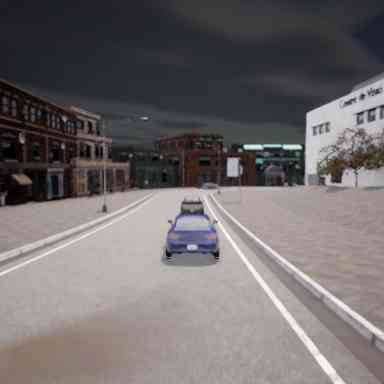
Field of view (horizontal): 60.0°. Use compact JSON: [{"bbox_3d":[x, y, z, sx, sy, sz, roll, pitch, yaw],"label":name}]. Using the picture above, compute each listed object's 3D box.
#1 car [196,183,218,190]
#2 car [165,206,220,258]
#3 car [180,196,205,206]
[{"bbox_3d":[3.060,-1.143,66.390,2.033,1.411,5.357,4,5,43],"label":"car"},{"bbox_3d":[0.028,1.499,12.566,1.812,1.442,4.674,0,1,1],"label":"car"},{"bbox_3d":[0.023,1.072,27.088,2.128,1.511,4.902,0,2,0],"label":"car"}]
